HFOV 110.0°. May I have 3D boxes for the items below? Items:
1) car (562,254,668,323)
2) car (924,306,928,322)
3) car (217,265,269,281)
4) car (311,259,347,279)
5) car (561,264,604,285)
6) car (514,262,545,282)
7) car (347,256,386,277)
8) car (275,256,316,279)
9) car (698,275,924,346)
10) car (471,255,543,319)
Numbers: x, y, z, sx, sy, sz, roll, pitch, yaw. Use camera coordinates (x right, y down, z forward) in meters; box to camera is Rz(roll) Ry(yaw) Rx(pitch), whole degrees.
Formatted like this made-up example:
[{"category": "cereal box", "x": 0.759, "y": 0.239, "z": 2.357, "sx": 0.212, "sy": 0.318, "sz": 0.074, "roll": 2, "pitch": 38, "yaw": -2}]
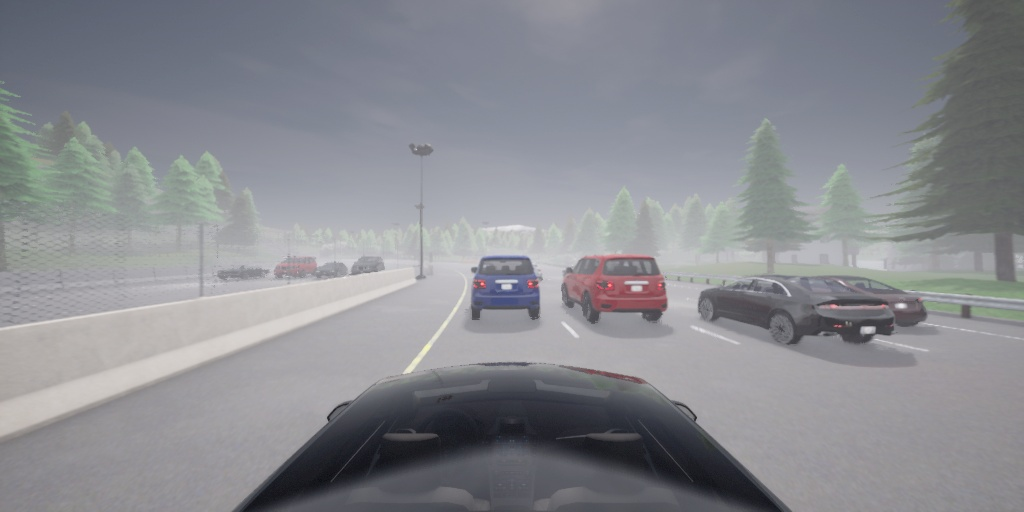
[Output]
[{"category": "car", "x": 3.234, "y": 0.973, "z": 12.361, "sx": 2.150, "sy": 2.045, "sz": 5.566, "roll": 0, "pitch": 0, "yaw": -3}, {"category": "car", "x": 10.259, "y": 1.299, "z": 11.532, "sx": 1.994, "sy": 1.385, "sz": 4.181, "roll": 0, "pitch": 0, "yaw": -2}, {"category": "car", "x": -23.671, "y": 1.428, "z": 31.722, "sx": 1.895, "sy": 1.301, "sz": 4.718, "roll": 0, "pitch": 0, "yaw": -9}, {"category": "car", "x": -16.956, "y": 1.321, "z": 34.058, "sx": 1.837, "sy": 1.490, "sz": 4.892, "roll": 0, "pitch": -1, "yaw": -9}, {"category": "car", "x": 5.337, "y": 1.360, "z": 27.727, "sx": 1.895, "sy": 1.301, "sz": 4.718, "roll": 0, "pitch": 0, "yaw": -7}, {"category": "car", "x": 1.378, "y": 1.296, "z": 30.755, "sx": 1.812, "sy": 1.442, "sz": 4.674, "roll": 0, "pitch": 0, "yaw": -8}, {"category": "car", "x": -13.348, "y": 1.029, "z": 33.658, "sx": 2.150, "sy": 2.045, "sz": 5.566, "roll": 0, "pitch": 0, "yaw": -9}, {"category": "car", "x": -20.577, "y": 1.049, "z": 34.563, "sx": 2.150, "sy": 2.045, "sz": 5.566, "roll": 0, "pitch": 0, "yaw": -10}, {"category": "car", "x": 6.847, "y": 1.233, "z": 9.411, "sx": 2.128, "sy": 1.511, "sz": 4.902, "roll": 0, "pitch": 0, "yaw": -2}, {"category": "car", "x": -0.306, "y": 0.981, "z": 12.992, "sx": 2.150, "sy": 2.045, "sz": 5.566, "roll": 0, "pitch": 0, "yaw": -3}]
